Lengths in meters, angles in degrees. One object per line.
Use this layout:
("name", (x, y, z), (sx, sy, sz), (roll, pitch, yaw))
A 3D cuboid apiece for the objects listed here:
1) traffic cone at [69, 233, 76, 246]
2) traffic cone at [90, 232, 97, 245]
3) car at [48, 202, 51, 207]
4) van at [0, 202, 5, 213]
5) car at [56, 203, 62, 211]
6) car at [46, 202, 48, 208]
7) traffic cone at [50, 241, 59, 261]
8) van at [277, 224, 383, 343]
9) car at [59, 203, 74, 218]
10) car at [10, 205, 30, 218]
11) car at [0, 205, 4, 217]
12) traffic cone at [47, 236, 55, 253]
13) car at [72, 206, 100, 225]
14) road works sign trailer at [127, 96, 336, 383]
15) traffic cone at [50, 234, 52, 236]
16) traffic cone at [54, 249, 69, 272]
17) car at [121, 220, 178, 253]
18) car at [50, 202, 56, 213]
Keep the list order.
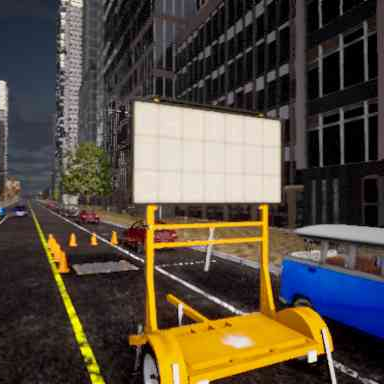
("traffic cone", (-5.825, 2.309, 16.267), (0.340, 0.580, 0.340), (1, -1, -26))
("traffic cone", (-4.929, 2.322, 16.711), (0.340, 0.580, 0.340), (1, -1, -26))
("car", (-24.764, 2.705, 61.122), (1.967, 1.590, 4.097), (1, -1, -26))
("van", (-24.683, 2.202, 42.109), (1.690, 1.788, 3.998), (1, -1, -26))
("car", (-17.175, 2.522, 45.824), (2.008, 1.369, 4.403), (1, -1, -26))
("car", (-34.884, 3.193, 81.514), (1.887, 1.381, 4.507), (1, -1, -26))
("traffic cone", (-4.943, 2.221, 12.241), (0.340, 0.580, 0.340), (1, -1, -26))
("van", (3.064, 1.472, 5.043), (1.690, 1.788, 3.998), (1, -1, -26))
("car", (-14.645, 2.421, 40.726), (2.008, 1.369, 4.403), (1, -1, -26))
("car", (-21.057, 2.373, 40.845), (1.812, 1.442, 4.674), (1, -1, -26))
("car", (-19.625, 2.208, 31.907), (2.008, 1.369, 4.403), (1, -1, -26))
("traffic cone", (-5.832, 2.258, 14.032), (0.340, 0.580, 0.340), (1, -1, -26))
("car", (-9.586, 2.245, 30.528), (1.802, 1.307, 4.206), (1, -1, -26))
("road works sign trailer", (0.204, 0.579, 4.780), (2.380, 3.560, 2.880), (1, -1, -26))
("traffic cone", (-6.721, 2.296, 15.823), (0.340, 0.580, 0.340), (1, -1, -26))
("traffic cone", (-4.054, 2.184, 10.450), (0.340, 0.580, 0.340), (1, -1, -26))
("car", (-1.996, 1.926, 15.233), (1.802, 1.307, 4.206), (1, -1, -26))
("car", (-22.234, 2.607, 56.024), (1.967, 1.590, 4.097), (1, -1, -26))
